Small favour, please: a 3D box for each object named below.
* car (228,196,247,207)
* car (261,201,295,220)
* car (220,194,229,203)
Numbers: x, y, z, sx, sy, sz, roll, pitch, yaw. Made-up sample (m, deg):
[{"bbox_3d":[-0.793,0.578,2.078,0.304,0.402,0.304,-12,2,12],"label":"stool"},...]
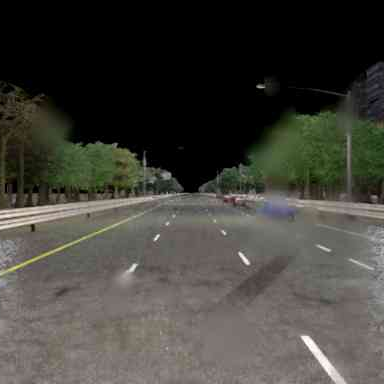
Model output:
[{"bbox_3d":[7.095,1.529,51.144,1.812,1.442,4.674,0,0,0],"label":"car"},{"bbox_3d":[7.041,1.498,27.793,1.882,1.535,5.008,0,0,0],"label":"car"},{"bbox_3d":[7.132,1.481,67.156,1.882,1.535,5.008,0,0,0],"label":"car"}]
